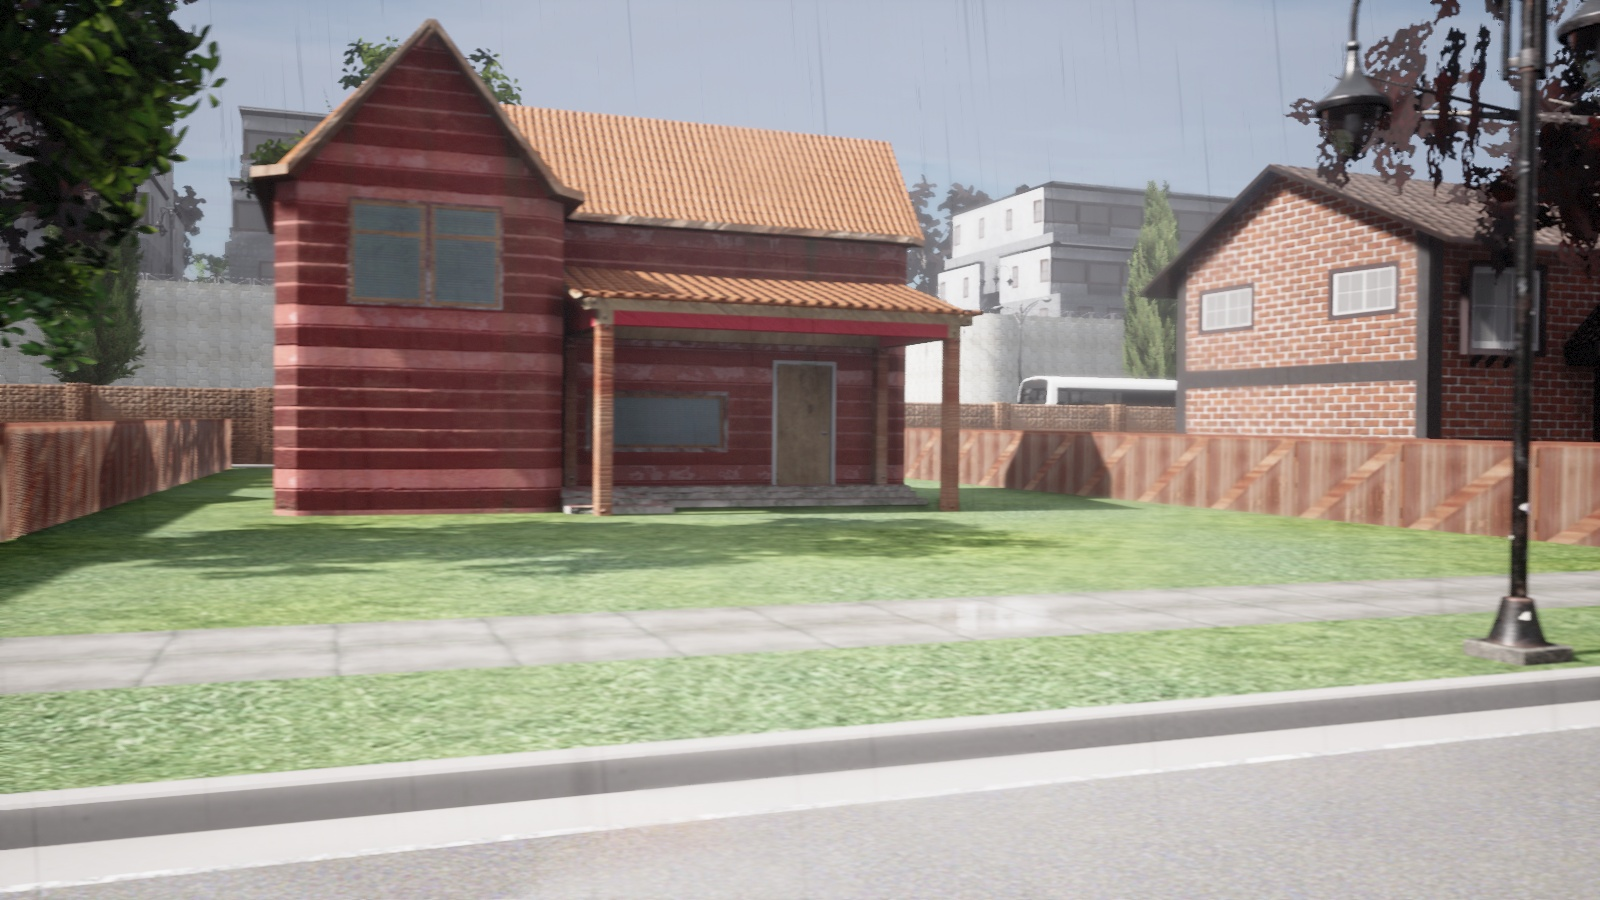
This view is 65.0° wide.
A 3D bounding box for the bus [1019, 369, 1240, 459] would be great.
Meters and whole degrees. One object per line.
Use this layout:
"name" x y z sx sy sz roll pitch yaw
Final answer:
"bus" 16.518 -1.782 62.972 10.273 4.253 3.944 -1 1 -20
